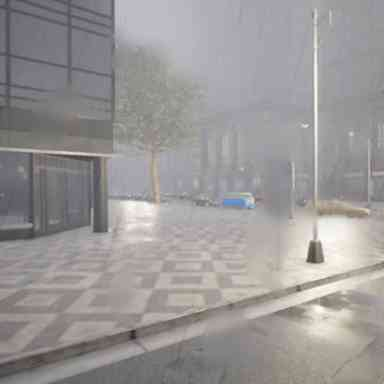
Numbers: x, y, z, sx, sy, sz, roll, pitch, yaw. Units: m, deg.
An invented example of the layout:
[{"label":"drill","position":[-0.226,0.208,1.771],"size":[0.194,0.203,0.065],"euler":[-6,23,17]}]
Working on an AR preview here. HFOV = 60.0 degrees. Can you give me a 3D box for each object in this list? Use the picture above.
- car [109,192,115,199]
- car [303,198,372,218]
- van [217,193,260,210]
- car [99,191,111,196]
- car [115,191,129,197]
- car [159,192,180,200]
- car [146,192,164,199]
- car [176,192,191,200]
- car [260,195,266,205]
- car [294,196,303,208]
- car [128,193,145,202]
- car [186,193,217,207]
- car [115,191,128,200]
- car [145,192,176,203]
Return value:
[{"label":"car","position":[-14.498,0.697,62.985],"size":[2.008,1.369,4.403],"euler":[1,0,-35]},{"label":"car","position":[11.481,1.265,26.097],"size":[1.752,1.417,4.829],"euler":[0,0,-35]},{"label":"van","position":[4.913,0.958,35.425],"size":[1.690,1.788,3.998],"euler":[0,0,-35]},{"label":"car","position":[-23.704,0.292,90.858],"size":[1.802,1.307,4.206],"euler":[1,0,-35]},{"label":"car","position":[-17.235,0.408,81.674],"size":[1.887,1.381,4.507],"euler":[1,0,-35]},{"label":"car","position":[-4.297,0.730,63.307],"size":[2.008,1.369,4.403],"euler":[1,0,-35]},{"label":"car","position":[-7.531,0.681,67.899],"size":[1.802,1.307,4.206],"euler":[1,0,-35]},{"label":"car","position":[-1.060,0.701,58.714],"size":[1.967,1.590,4.097],"euler":[1,0,-35]},{"label":"car","position":[8.644,1.044,44.935],"size":[1.887,1.381,4.507],"euler":[1,0,-35]},{"label":"car","position":[11.877,1.135,40.343],"size":[1.947,1.339,4.313],"euler":[0,0,-35]},{"label":"car","position":[-8.028,0.859,53.800],"size":[2.008,1.369,4.403],"euler":[1,0,-35]},{"label":"car","position":[1.677,1.097,40.019],"size":[2.008,1.369,4.403],"euler":[1,0,-35]},{"label":"car","position":[-11.263,0.778,58.393],"size":[2.008,1.369,4.403],"euler":[1,0,-35]},{"label":"car","position":[-4.696,0.918,49.069],"size":[1.752,1.417,4.829],"euler":[1,0,-35]}]
